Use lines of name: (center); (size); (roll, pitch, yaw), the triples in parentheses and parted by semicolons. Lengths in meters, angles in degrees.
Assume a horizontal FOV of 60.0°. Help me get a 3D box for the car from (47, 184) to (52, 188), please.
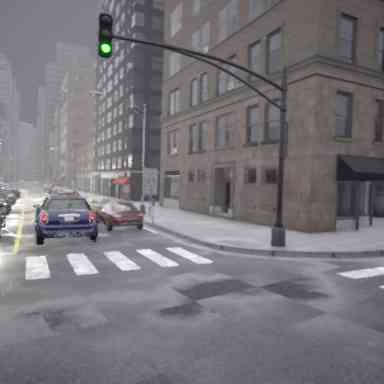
car: (-20.800, -0.139, 51.476); (2.008, 1.369, 4.403); (0, 2, -26)

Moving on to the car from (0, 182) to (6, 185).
car: (-28.440, -0.490, 47.695); (2.192, 1.841, 5.009); (0, 2, -26)

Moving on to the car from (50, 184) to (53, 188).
car: (-18.350, 0.024, 46.484); (1.887, 1.381, 4.507); (0, 2, -26)

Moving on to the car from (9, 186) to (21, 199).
car: (-17.040, 0.407, 30.407); (2.033, 1.411, 5.357); (1, 1, -26)

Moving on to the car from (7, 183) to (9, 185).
car: (-33.344, -0.705, 57.686); (1.967, 1.590, 4.097); (0, 2, -26)

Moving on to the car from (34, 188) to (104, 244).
car: (-5.209, 0.892, 13.481); (2.097, 1.767, 4.553); (1, 1, -26)

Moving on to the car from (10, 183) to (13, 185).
car: (-38.245, -1.048, 67.673); (1.967, 1.590, 4.097); (0, 2, -26)

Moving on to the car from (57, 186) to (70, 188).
car: (-13.449, 0.364, 36.500); (1.887, 1.381, 4.507); (0, 2, -26)

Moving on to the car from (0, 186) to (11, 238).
car: (-8.702, 0.803, 13.340); (2.097, 1.767, 4.553); (1, 1, -26)

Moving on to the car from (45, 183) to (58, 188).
car: (-23.247, -0.544, 56.462); (2.192, 1.841, 5.009); (0, 2, -26)

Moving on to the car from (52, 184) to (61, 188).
car: (-15.898, 0.089, 41.489); (1.967, 1.590, 4.097); (0, 2, -26)

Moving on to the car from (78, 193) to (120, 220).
car: (-6.174, 0.857, 21.677); (1.752, 1.417, 4.829); (0, 2, -26)

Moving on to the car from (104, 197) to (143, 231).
car: (-3.649, 1.094, 16.534); (1.802, 1.307, 4.206); (0, 2, -26)

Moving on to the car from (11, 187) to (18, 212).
car: (-12.723, 0.657, 21.540); (2.128, 1.511, 4.902); (1, 1, -26)
